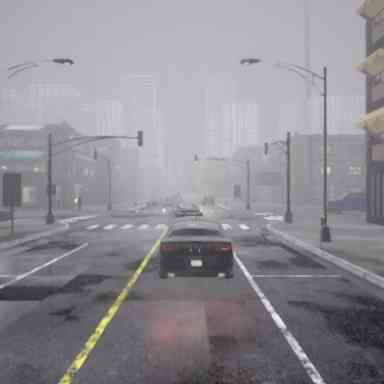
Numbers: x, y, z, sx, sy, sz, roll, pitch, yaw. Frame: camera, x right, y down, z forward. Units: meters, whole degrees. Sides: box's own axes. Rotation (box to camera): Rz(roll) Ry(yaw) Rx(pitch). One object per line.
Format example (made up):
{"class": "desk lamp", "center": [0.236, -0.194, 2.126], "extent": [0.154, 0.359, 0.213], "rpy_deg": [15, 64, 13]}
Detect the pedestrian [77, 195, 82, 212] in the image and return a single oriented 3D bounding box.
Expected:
{"class": "pedestrian", "center": [-12.505, 1.264, 37.116], "extent": [0.375, 1.860, 0.375], "rpy_deg": [0, 1, 0]}

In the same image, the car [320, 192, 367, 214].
{"class": "car", "center": [15.176, 1.010, 31.592], "extent": [5.566, 2.045, 2.150], "rpy_deg": [-1, 0, 0]}

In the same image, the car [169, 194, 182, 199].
{"class": "car", "center": [-3.058, 1.505, 56.264], "extent": [1.812, 1.442, 4.674], "rpy_deg": [0, 0, 0]}

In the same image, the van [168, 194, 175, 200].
{"class": "van", "center": [-5.675, 1.350, 94.056], "extent": [1.690, 1.788, 3.998], "rpy_deg": [0, 0, 0]}

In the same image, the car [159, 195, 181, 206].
{"class": "car", "center": [-3.083, 1.525, 46.819], "extent": [2.033, 1.411, 5.357], "rpy_deg": [0, 0, 0]}

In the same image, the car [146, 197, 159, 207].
{"class": "car", "center": [-5.769, 1.523, 49.857], "extent": [1.887, 1.381, 4.507], "rpy_deg": [0, 0, 0]}

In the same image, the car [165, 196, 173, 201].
{"class": "car", "center": [-5.676, 1.578, 83.005], "extent": [1.802, 1.307, 4.206], "rpy_deg": [0, 0, 0]}

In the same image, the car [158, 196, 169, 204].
{"class": "car", "center": [-5.679, 1.509, 66.260], "extent": [1.752, 1.417, 4.829], "rpy_deg": [0, 0, 0]}

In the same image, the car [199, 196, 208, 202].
{"class": "car", "center": [2.703, 1.541, 77.480], "extent": [2.008, 1.369, 4.403], "rpy_deg": [0, 0, 0]}

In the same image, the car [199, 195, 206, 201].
{"class": "car", "center": [2.704, 1.584, 88.529], "extent": [1.802, 1.307, 4.206], "rpy_deg": [0, 0, 0]}

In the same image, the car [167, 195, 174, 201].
{"class": "car", "center": [-5.676, 1.527, 88.360], "extent": [1.752, 1.417, 4.829], "rpy_deg": [0, 0, 0]}

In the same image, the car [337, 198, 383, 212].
{"class": "car", "center": [17.494, 1.333, 34.174], "extent": [4.313, 1.339, 1.947], "rpy_deg": [-1, 1, 0]}

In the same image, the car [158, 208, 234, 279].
{"class": "car", "center": [0.101, 1.470, 10.003], "extent": [1.882, 1.535, 5.008], "rpy_deg": [0, 0, 0]}

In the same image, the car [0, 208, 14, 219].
{"class": "car", "center": [-17.556, 1.730, 28.379], "extent": [4.181, 1.385, 1.994], "rpy_deg": [-1, 0, 0]}

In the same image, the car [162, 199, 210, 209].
{"class": "car", "center": [-0.563, 1.476, 22.250], "extent": [2.128, 1.511, 4.902], "rpy_deg": [0, 0, -10]}

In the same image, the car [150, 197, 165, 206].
{"class": "car", "center": [-5.680, 1.545, 55.379], "extent": [1.947, 1.339, 4.313], "rpy_deg": [0, 0, 0]}

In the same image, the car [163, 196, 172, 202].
{"class": "car", "center": [-5.677, 1.573, 77.481], "extent": [1.802, 1.307, 4.206], "rpy_deg": [0, 0, 0]}

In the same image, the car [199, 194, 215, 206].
{"class": "car", "center": [2.700, 1.294, 55.378], "extent": [2.192, 1.841, 5.009], "rpy_deg": [0, 0, 0]}

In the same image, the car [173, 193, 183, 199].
{"class": "car", "center": [-2.989, 1.205, 66.868], "extent": [2.150, 2.045, 5.566], "rpy_deg": [0, 0, 0]}

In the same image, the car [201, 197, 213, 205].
{"class": "car", "center": [2.701, 1.547, 60.904], "extent": [1.947, 1.339, 4.313], "rpy_deg": [0, 0, 0]}
